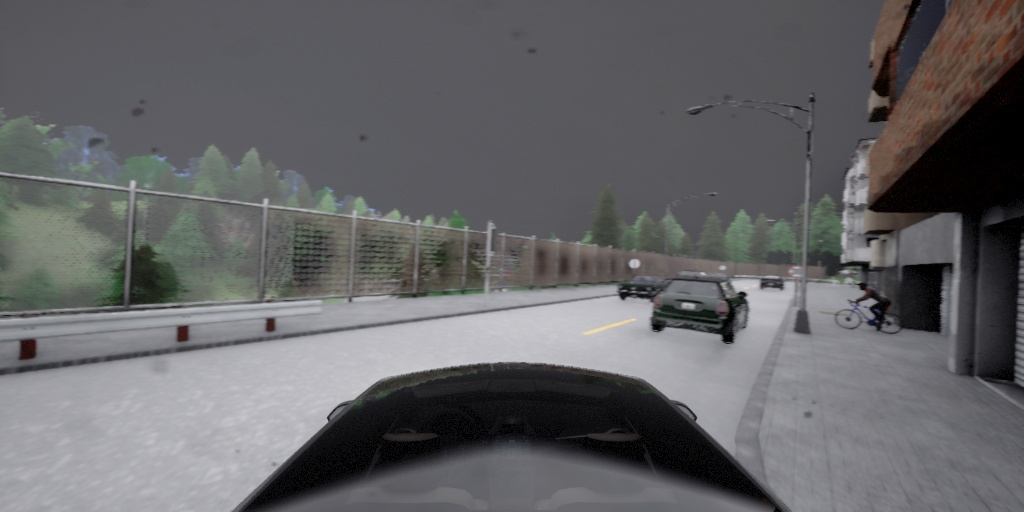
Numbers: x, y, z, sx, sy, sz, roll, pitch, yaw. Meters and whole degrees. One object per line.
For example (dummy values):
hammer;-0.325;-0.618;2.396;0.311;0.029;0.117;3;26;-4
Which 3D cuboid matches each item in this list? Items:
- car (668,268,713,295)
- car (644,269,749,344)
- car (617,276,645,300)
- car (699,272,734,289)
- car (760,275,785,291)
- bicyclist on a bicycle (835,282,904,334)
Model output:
car;13.872;1.888;27.671;2.097;1.767;4.553;3;0;39
car;6.036;1.436;11.274;2.097;1.767;4.553;3;0;38
car;7.561;1.796;19.940;1.895;1.301;4.718;3;0;39
car;20.349;2.377;35.581;2.128;1.511;4.902;3;0;40
car;27.009;2.694;37.196;1.882;1.535;5.008;3;0;39
bicyclist on a bicycle;11.933;1.723;12.001;1.656;1.620;0.582;2;-1;39
